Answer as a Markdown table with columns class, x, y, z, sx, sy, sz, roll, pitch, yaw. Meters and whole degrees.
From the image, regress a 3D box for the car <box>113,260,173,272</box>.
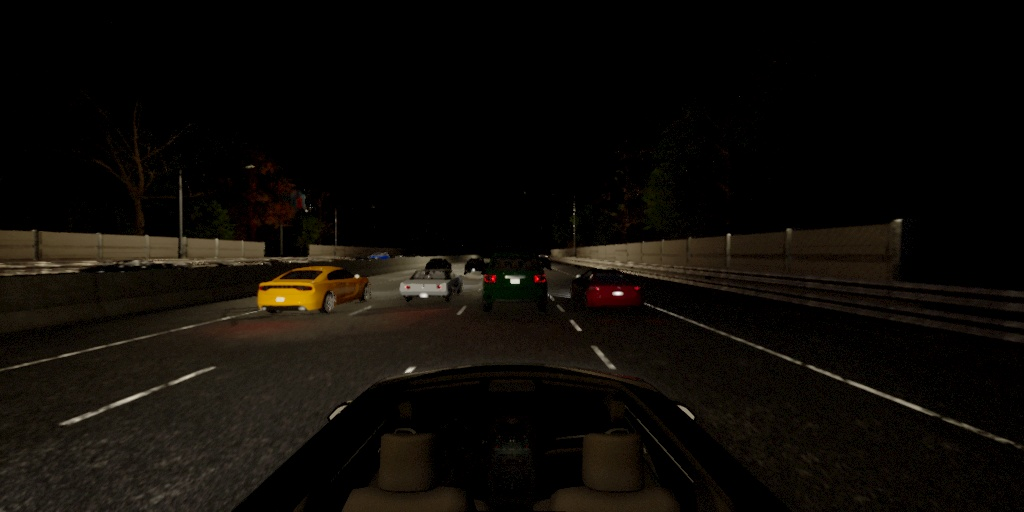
| class | x | y | z | sx | sy | sz | roll | pitch | yaw |
| --- | --- | --- | --- | --- | --- | --- | --- | --- | --- |
| car | -24.592 | 1.132 | 25.448 | 1.895 | 1.301 | 4.718 | 0 | 1 | 0 |

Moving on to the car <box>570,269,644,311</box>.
| class | x | y | z | sx | sy | sz | roll | pitch | yaw |
| --- | --- | --- | --- | --- | --- | --- | --- | --- | --- |
| car | 3.505 | 1.198 | 13.863 | 1.994 | 1.385 | 4.181 | 0 | 1 | 0 |

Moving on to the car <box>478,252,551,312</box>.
| class | x | y | z | sx | sy | sz | roll | pitch | yaw |
| --- | --- | --- | --- | --- | --- | --- | --- | --- | --- |
| car | 0.100 | 0.859 | 13.771 | 2.150 | 2.045 | 5.566 | 0 | 1 | 0 |

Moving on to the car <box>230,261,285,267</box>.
| class | x | y | z | sx | sy | sz | roll | pitch | yaw |
| --- | --- | --- | --- | --- | --- | --- | --- | --- | --- |
| car | -17.589 | 1.090 | 25.945 | 1.994 | 1.385 | 4.181 | 0 | 1 | 0 |

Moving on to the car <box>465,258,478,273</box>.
| class | x | y | z | sx | sy | sz | roll | pitch | yaw |
| --- | --- | --- | --- | --- | --- | --- | --- | --- | --- |
| car | -3.390 | 0.957 | 34.027 | 1.837 | 1.490 | 4.892 | 0 | 1 | 0 |

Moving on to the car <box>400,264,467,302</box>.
| class | x | y | z | sx | sy | sz | roll | pitch | yaw |
| --- | --- | --- | --- | --- | --- | --- | --- | --- | --- |
| car | -3.395 | 1.218 | 16.050 | 1.895 | 1.301 | 4.718 | 0 | 1 | 0 |

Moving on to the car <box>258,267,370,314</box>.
| class | x | y | z | sx | sy | sz | roll | pitch | yaw |
| --- | --- | --- | --- | --- | --- | --- | --- | --- | --- |
| car | -6.895 | 1.121 | 13.145 | 1.882 | 1.535 | 5.008 | 0 | 1 | 0 |

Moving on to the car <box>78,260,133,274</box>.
| class | x | y | z | sx | sy | sz | roll | pitch | yaw |
| --- | --- | --- | --- | --- | --- | --- | --- | --- | --- |
| car | -28.088 | 1.018 | 25.964 | 2.128 | 1.511 | 4.902 | 0 | 1 | 0 |

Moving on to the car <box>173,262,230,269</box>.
| class | x | y | z | sx | sy | sz | roll | pitch | yaw |
| --- | --- | --- | --- | --- | --- | --- | --- | --- | --- |
| car | -21.091 | 1.128 | 25.842 | 1.895 | 1.301 | 4.718 | 0 | 1 | 0 |

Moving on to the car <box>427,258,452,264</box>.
| class | x | y | z | sx | sy | sz | roll | pitch | yaw |
| --- | --- | --- | --- | --- | --- | --- | --- | --- | --- |
| car | -6.891 | 0.957 | 34.024 | 1.837 | 1.490 | 4.892 | 0 | 1 | 0 |
